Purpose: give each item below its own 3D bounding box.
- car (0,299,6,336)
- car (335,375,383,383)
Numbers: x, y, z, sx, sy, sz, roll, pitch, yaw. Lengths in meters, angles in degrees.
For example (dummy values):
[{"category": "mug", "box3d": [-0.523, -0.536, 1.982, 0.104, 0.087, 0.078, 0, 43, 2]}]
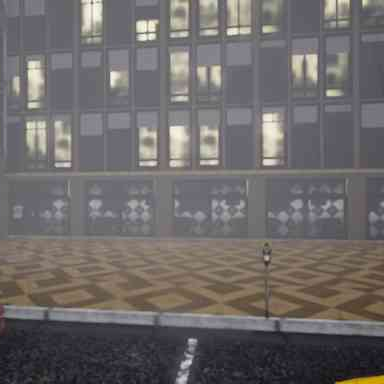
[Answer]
[{"category": "car", "box3d": [-4.653, 1.604, 4.380, 4.206, 1.307, 1.802, 0, 0, 7]}, {"category": "car", "box3d": [3.297, 1.444, 1.535, 5.366, 1.575, 1.801, 0, 0, 7]}]
